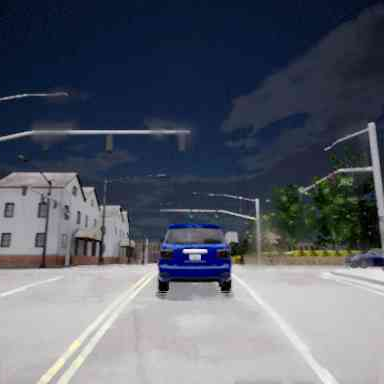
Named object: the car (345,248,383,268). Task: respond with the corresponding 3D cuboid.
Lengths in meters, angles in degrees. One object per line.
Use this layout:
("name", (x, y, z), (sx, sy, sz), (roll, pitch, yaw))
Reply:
("car", (15.443, 5.563, 28.254), (4.553, 1.767, 2.097), (0, -12, 1))

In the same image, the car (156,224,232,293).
("car", (0.070, 2.172, 11.598), (2.150, 2.045, 5.566), (0, -7, 0))

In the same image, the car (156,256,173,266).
("car", (-3.650, 9.263, 44.530), (1.895, 1.301, 4.718), (0, -12, 0))
